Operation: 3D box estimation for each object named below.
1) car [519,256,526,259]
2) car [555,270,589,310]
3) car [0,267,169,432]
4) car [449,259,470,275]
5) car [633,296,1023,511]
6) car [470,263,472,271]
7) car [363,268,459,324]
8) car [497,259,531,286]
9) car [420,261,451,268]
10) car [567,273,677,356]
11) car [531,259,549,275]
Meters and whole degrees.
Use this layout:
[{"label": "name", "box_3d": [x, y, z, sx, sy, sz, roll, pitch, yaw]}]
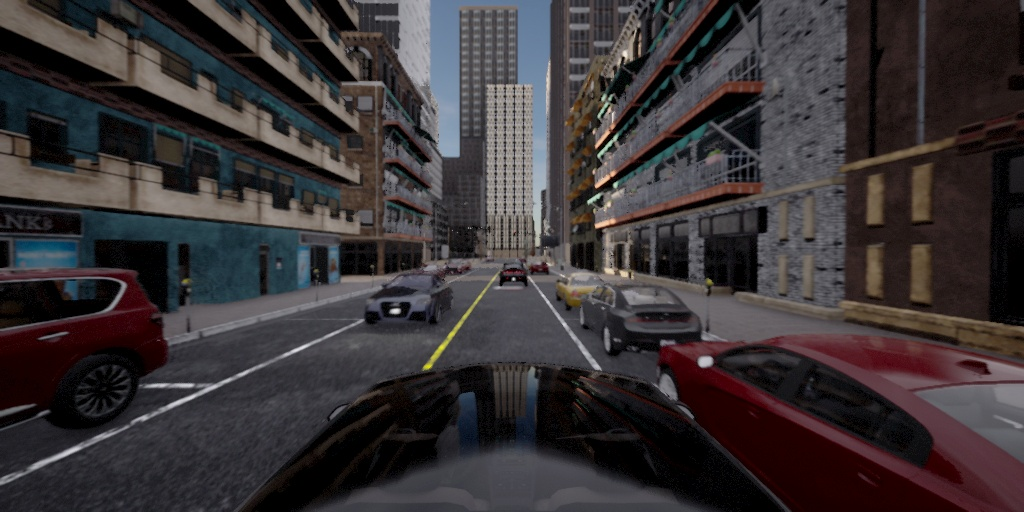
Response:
[{"label": "car", "box_3d": [0.096, 1.052, 39.121, 2.128, 1.511, 4.902, 0, 0, 0]}, {"label": "car", "box_3d": [2.690, 1.213, 14.045, 1.751, 1.417, 4.829, 0, 0, 0]}, {"label": "car", "box_3d": [-5.692, 1.059, 2.842, 2.192, 1.841, 5.009, 0, 0, 0]}, {"label": "car", "box_3d": [-5.691, 1.015, 35.983, 1.967, 1.591, 4.097, 0, 0, 0]}, {"label": "car", "box_3d": [2.690, 1.289, 2.828, 1.888, 1.381, 4.507, 0, 0, 0]}, {"label": "car", "box_3d": [-5.691, 1.092, 41.507, 1.888, 1.381, 4.507, 0, 0, 0]}, {"label": "car", "box_3d": [-3.101, 1.263, 11.526, 1.994, 1.385, 4.181, 0, 0, 0]}, {"label": "car", "box_3d": [0.098, 1.140, 24.022, 1.837, 1.490, 4.892, 0, 0, 0]}, {"label": "car", "box_3d": [-5.691, 1.213, 24.936, 1.802, 1.307, 4.207, 0, 0, 0]}, {"label": "car", "box_3d": [2.690, 1.266, 8.352, 2.007, 1.370, 4.403, 0, 0, 0]}, {"label": "car", "box_3d": [2.691, 1.120, 35.969, 1.888, 1.381, 4.507, 0, 0, 0]}]
